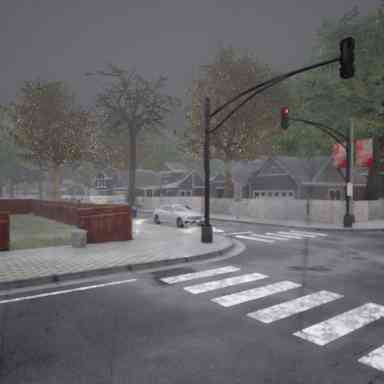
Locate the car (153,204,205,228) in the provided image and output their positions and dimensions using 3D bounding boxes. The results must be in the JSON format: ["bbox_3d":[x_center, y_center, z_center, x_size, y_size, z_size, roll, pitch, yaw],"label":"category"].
[{"bbox_3d":[-0.990,1.542,22.655,1.812,1.442,4.674,0,0,-36],"label":"car"}]

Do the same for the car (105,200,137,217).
[{"bbox_3d":[-6.828,1.508,30.824,1.882,1.535,5.008,0,0,-36],"label":"car"}]

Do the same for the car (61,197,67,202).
[{"bbox_3d":[-22.359,1.594,57.419,2.128,1.511,4.902,0,0,-36],"label":"car"}]

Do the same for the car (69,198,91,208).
[{"bbox_3d":[-16.699,1.647,49.611,1.994,1.385,4.181,0,0,-35],"label":"car"}]

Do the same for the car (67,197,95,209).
[{"bbox_3d":[-12.815,1.524,39.205,1.882,1.535,5.008,0,0,-35],"label":"car"}]
